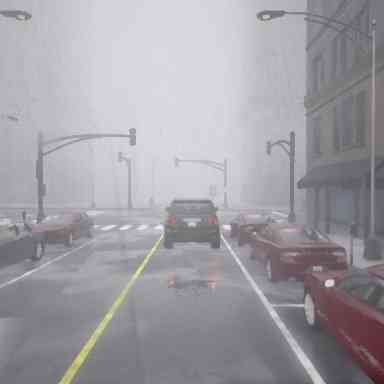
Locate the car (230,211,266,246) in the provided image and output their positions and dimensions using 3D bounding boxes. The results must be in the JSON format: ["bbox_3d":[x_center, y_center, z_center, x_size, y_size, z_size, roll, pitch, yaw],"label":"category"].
[{"bbox_3d":[2.752,1.539,15.028,1.887,1.381,4.507,-1,0,0],"label":"car"}]

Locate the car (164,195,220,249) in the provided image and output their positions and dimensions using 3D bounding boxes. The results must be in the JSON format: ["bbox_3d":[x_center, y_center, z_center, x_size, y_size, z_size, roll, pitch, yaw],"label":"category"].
[{"bbox_3d":[0.000,1.253,14.681,2.150,2.045,5.566,0,0,0],"label":"car"}]

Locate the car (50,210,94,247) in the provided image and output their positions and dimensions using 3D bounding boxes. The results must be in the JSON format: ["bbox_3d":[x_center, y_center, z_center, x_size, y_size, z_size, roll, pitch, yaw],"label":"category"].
[{"bbox_3d":[-5.773,1.539,15.028,1.887,1.381,4.507,-1,0,0],"label":"car"}]

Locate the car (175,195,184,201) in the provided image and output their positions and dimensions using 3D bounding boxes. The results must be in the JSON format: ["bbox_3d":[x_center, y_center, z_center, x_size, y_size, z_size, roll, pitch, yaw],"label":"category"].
[{"bbox_3d":[-2.920,1.472,80.404,2.033,1.411,5.357,0,0,0],"label":"car"}]

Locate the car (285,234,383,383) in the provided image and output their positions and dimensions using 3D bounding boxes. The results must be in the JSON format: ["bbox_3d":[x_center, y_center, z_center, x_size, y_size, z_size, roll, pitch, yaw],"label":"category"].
[{"bbox_3d":[2.752,1.541,4.017,1.887,1.381,4.507,-1,0,0],"label":"car"}]

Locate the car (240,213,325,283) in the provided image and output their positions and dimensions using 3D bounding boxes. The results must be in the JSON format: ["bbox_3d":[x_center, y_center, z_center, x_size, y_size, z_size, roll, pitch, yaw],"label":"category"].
[{"bbox_3d":[2.752,1.540,9.523,1.887,1.381,4.507,-1,0,0],"label":"car"}]

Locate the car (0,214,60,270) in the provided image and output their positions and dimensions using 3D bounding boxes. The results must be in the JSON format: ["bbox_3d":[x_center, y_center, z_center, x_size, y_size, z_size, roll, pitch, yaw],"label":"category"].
[{"bbox_3d":[-5.773,1.546,9.523,2.008,1.369,4.403,-1,0,0],"label":"car"}]
